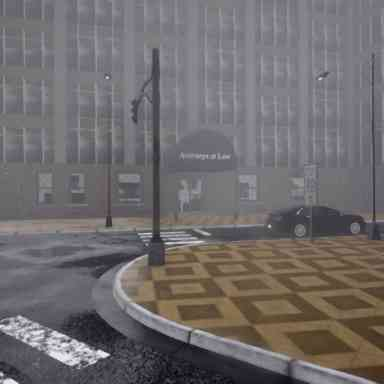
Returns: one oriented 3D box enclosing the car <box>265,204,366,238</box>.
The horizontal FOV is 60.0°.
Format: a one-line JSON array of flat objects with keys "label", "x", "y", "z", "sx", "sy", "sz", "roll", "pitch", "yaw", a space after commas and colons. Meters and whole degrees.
[{"label": "car", "x": 5.948, "y": 1.321, "z": 15.996, "sx": 4.892, "sy": 1.490, "sz": 1.837, "roll": 0, "pitch": 0, "yaw": -14}]
